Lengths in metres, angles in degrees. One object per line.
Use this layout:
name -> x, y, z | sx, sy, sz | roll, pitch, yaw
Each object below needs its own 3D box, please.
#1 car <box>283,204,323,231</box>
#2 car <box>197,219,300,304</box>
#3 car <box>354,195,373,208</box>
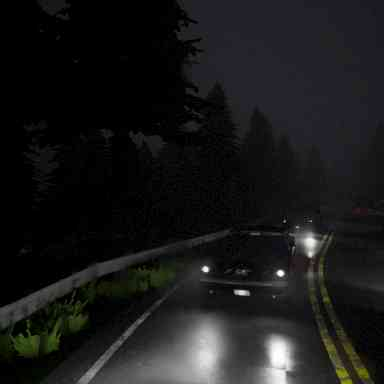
car -> 6.776, 1.459, 20.109 | 2.033, 1.411, 5.357 | -2, 0, 26
car -> 1.630, 1.599, 8.436 | 1.895, 1.301, 4.718 | -1, 0, 18
car -> 20.777, 1.057, 40.188 | 2.128, 1.511, 4.902 | -2, 0, 28
